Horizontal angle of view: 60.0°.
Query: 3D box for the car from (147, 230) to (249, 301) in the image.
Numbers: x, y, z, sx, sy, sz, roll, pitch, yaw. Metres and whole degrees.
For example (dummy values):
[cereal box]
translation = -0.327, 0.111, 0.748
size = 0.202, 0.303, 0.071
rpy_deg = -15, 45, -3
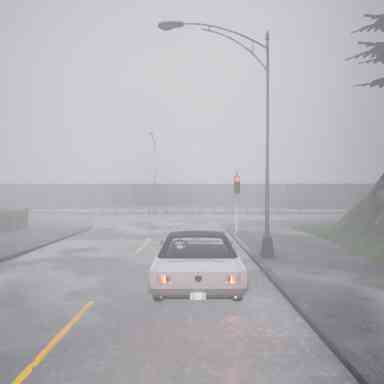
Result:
[car]
translation = 0.118, 1.602, 8.254
size = 1.895, 1.301, 4.718
rpy_deg = 0, 0, 0
